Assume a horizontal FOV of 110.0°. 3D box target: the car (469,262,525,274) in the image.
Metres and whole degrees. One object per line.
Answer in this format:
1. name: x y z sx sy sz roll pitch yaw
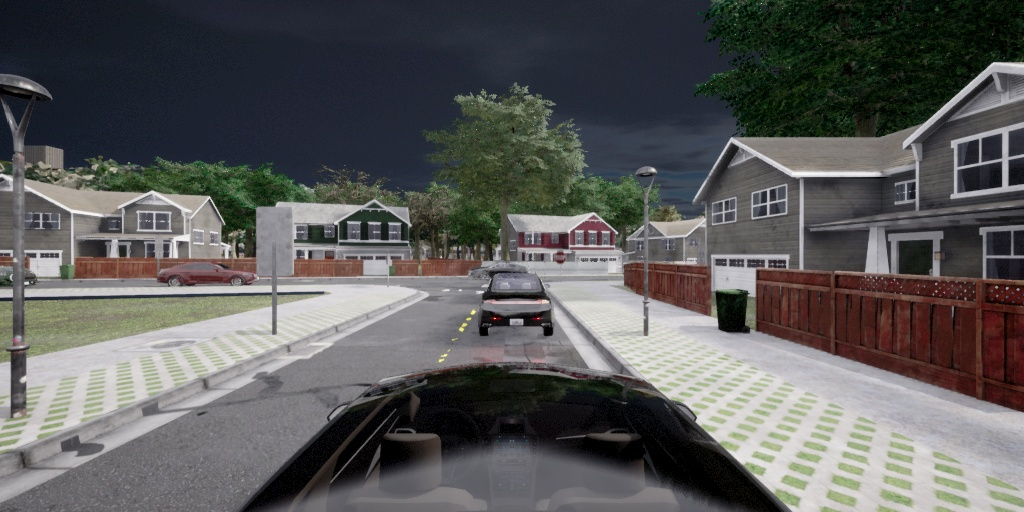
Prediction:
1. car: -1.128 1.244 30.036 4.902 1.511 2.128 1 0 -20

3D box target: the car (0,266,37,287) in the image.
1. car: -26.897 0.776 17.532 4.553 1.767 2.097 1 0 -20

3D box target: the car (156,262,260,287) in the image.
1. car: -17.563 1.071 20.932 4.674 1.442 1.812 1 0 -20

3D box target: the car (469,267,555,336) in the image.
1. car: 0.104 1.240 10.314 2.128 1.511 4.902 0 0 0
